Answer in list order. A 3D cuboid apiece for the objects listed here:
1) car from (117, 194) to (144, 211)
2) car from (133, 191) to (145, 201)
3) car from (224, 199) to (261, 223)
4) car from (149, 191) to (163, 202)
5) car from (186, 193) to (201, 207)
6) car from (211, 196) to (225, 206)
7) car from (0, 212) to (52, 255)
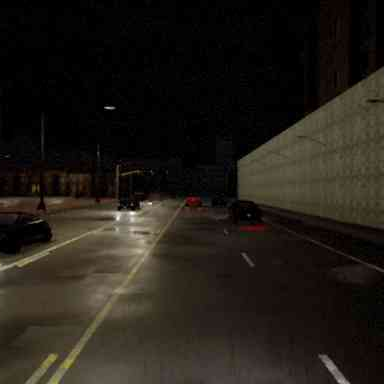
[{"bbox_3d":[-6.857,1.295,36.456,1.812,1.442,4.674,0,0,1],"label":"car"},{"bbox_3d":[-10.234,0.913,63.133,2.150,2.045,5.566,0,0,0],"label":"car"},{"bbox_3d":[3.698,1.330,24.014,1.882,1.535,5.008,0,1,0],"label":"car"},{"bbox_3d":[-6.734,0.915,63.118,2.150,2.045,5.566,0,0,0],"label":"car"},{"bbox_3d":[0.228,1.064,46.429,2.097,1.767,4.553,0,0,1],"label":"car"},{"bbox_3d":[3.728,1.275,46.632,1.994,1.385,4.181,0,0,1],"label":"car"},{"bbox_3d":[-7.049,1.480,12.714,1.994,1.385,4.181,0,0,0],"label":"car"}]
